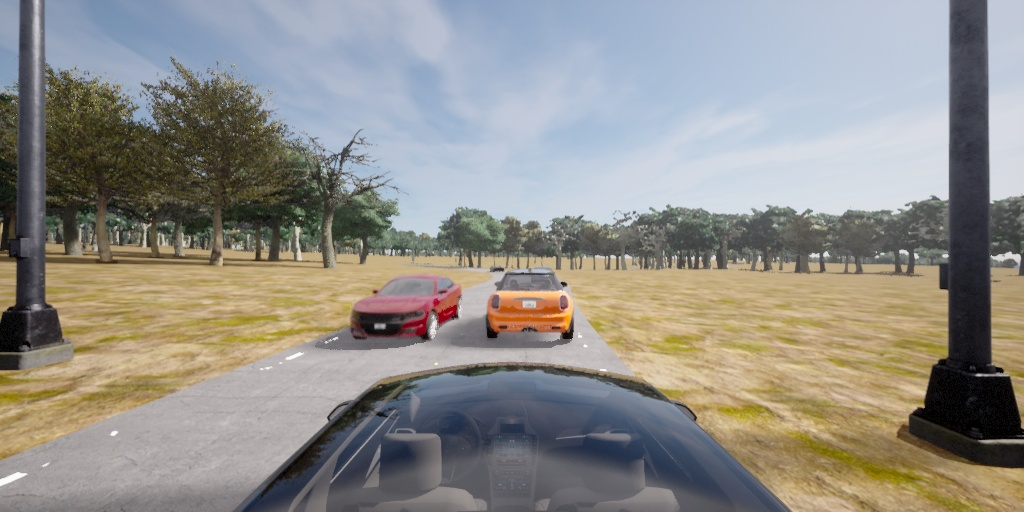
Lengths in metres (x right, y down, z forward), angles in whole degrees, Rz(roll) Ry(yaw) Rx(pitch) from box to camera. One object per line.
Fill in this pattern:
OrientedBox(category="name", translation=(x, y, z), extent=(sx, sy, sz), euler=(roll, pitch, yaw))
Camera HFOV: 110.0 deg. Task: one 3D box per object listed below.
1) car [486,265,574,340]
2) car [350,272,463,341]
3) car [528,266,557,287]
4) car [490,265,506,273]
OrientedBox(category="car", translation=(0.545, 1.142, 10.321), extent=(2.097, 1.767, 4.553), euler=(0, -1, 4))
OrientedBox(category="car", translation=(-2.705, 1.270, 10.256), extent=(1.882, 1.535, 5.008), euler=(0, 0, 4))
OrientedBox(category="car", translation=(2.437, 1.567, 28.364), extent=(2.033, 1.411, 5.357), euler=(0, -1, 5))
OrientedBox(category="car", translation=(-2.443, 2.110, 59.867), extent=(1.895, 1.301, 4.718), euler=(0, -1, -12))
